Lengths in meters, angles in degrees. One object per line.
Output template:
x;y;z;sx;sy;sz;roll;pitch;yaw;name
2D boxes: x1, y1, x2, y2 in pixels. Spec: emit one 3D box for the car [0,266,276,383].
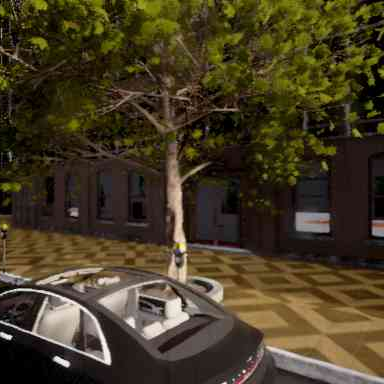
-1.289;1.556;3.789;4.403;1.369;2.008;0;0;35;car
